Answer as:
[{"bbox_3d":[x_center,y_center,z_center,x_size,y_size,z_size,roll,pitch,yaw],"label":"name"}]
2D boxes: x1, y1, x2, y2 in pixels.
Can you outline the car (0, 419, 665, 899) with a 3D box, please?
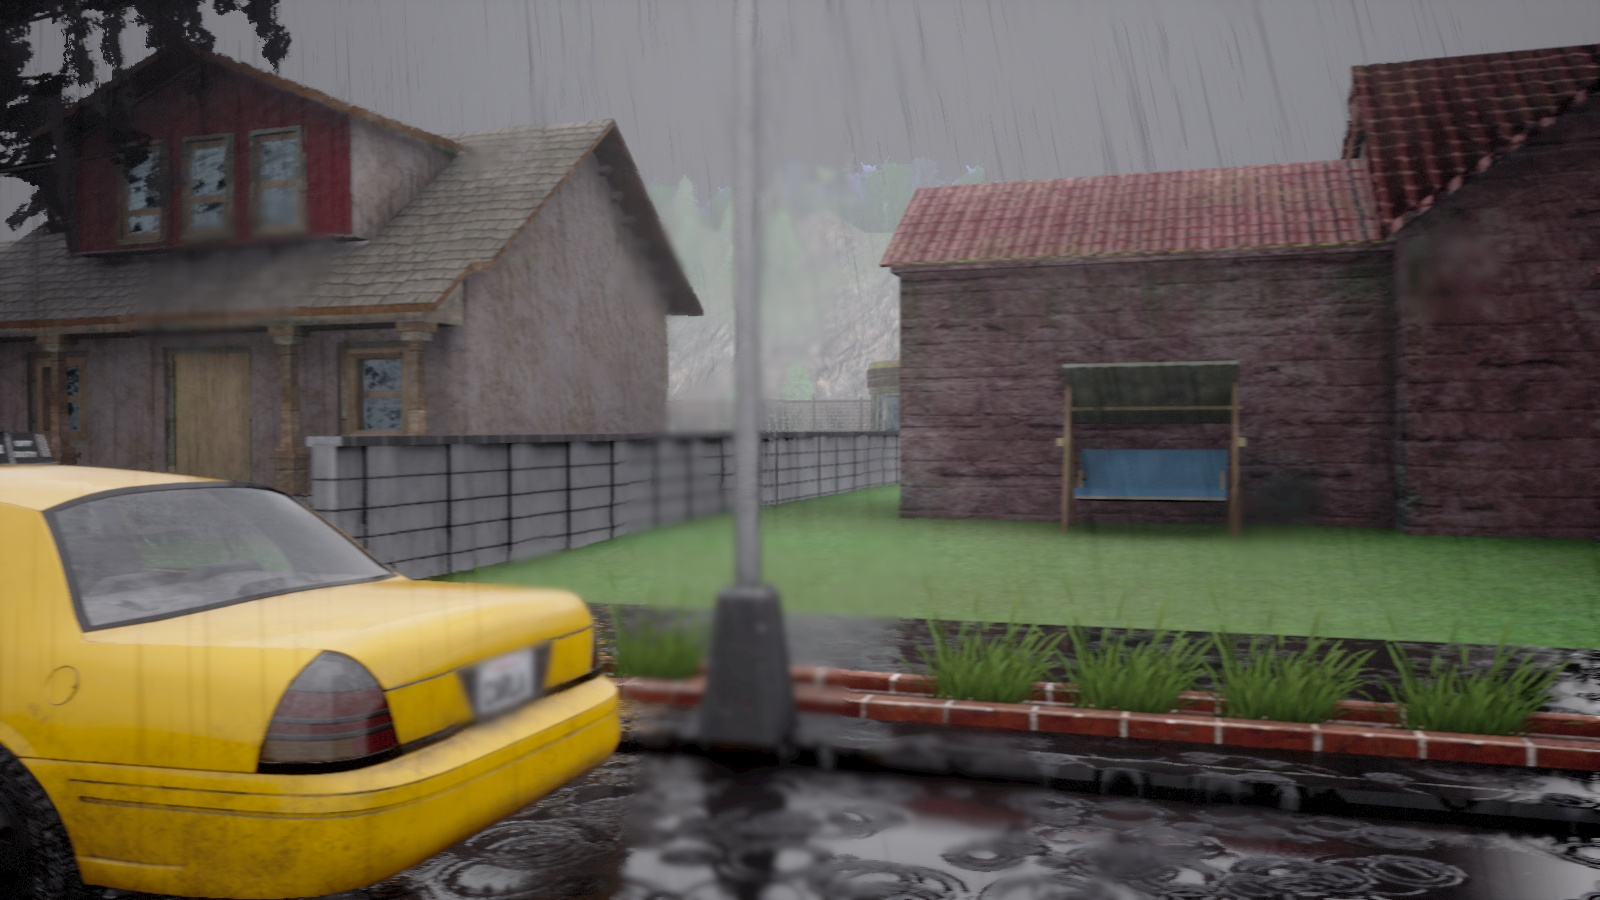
[{"bbox_3d":[-3.353,0.675,4.847,5.366,1.575,1.801,1,1,19],"label":"car"}]
